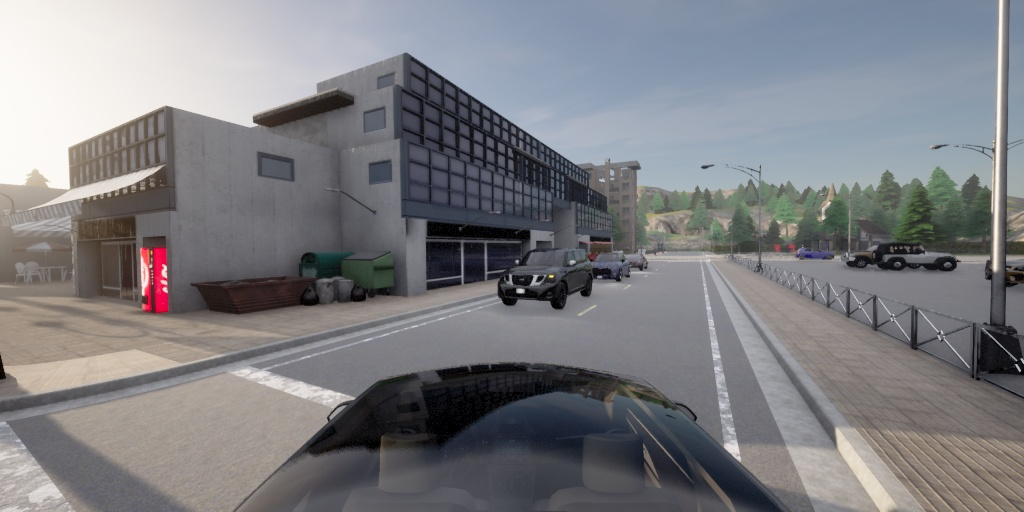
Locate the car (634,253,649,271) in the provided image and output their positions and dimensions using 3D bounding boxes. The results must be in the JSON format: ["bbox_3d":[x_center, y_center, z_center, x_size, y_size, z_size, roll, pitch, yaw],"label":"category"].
[{"bbox_3d":[10.822,0.480,31.716,1.812,1.442,4.674,0,1,28],"label":"car"}]

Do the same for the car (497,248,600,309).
[{"bbox_3d":[1.544,0.700,13.921,2.150,2.045,5.566,0,1,27],"label":"car"}]

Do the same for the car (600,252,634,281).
[{"bbox_3d":[6.089,0.573,22.645,2.097,1.767,4.553,0,1,28],"label":"car"}]
